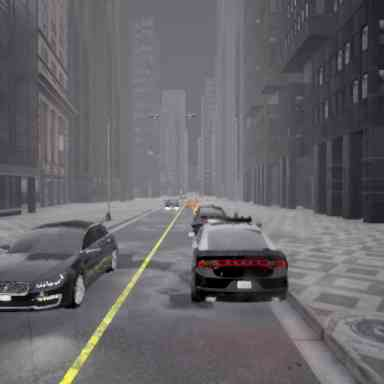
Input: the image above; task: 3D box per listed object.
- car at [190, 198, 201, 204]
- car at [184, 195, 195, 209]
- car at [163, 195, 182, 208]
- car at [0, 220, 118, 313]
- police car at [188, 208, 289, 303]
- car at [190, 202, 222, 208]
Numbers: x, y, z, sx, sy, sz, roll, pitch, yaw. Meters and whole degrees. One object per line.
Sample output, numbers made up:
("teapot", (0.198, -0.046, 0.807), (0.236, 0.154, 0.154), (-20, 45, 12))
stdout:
("car", (0.983, 1.482, 24.303), (1.882, 1.535, 5.008), (0, 0, 0))
("car", (0.189, 1.506, 47.070), (1.882, 1.535, 5.008), (0, 0, 1))
("car", (-2.919, 1.595, 49.522), (1.994, 1.385, 4.181), (0, 0, 0))
("car", (-3.075, 1.501, 7.918), (1.837, 1.490, 4.892), (0, 0, 0))
("police car", (0.927, 1.422, 8.411), (1.930, 1.638, 5.238), (0, 0, 0))
("car", (0.962, 1.505, 18.302), (1.837, 1.490, 4.892), (0, 0, 0))
